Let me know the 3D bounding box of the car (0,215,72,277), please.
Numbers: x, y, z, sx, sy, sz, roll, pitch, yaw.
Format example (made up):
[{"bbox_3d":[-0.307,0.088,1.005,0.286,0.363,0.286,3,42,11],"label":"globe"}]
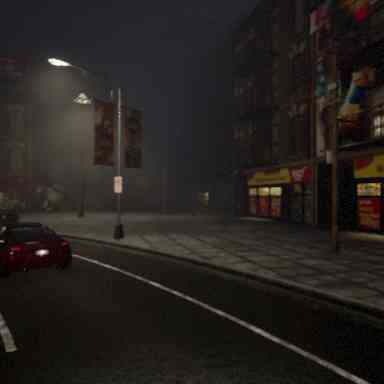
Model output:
[{"bbox_3d":[-5.541,1.670,10.750,1.994,1.385,4.181,1,-1,-43],"label":"car"}]
